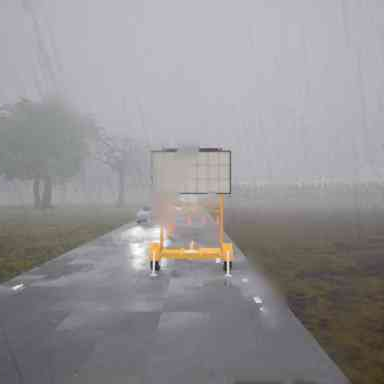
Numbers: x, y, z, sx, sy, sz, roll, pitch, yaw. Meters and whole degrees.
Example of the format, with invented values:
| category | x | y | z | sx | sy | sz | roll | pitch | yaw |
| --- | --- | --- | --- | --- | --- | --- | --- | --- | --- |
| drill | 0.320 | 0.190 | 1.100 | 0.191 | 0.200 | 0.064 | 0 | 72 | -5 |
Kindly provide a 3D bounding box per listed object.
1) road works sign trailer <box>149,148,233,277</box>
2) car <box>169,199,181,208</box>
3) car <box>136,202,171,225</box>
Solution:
| category | x | y | z | sx | sy | sz | roll | pitch | yaw |
| --- | --- | --- | --- | --- | --- | --- | --- | --- | --- |
| road works sign trailer | -0.004 | 0.463 | 10.275 | 2.380 | 3.560 | 2.880 | 0 | 0 | 1 |
| car | -2.801 | 1.808 | 53.026 | 1.994 | 1.385 | 4.181 | 0 | -1 | 0 |
| car | -2.874 | 1.636 | 24.569 | 1.895 | 1.301 | 4.718 | 0 | 0 | 0 |
